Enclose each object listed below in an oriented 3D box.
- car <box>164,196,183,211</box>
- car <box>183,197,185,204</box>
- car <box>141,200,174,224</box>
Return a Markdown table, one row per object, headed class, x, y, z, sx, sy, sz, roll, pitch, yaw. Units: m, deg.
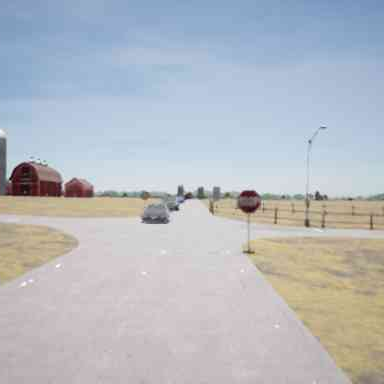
| class | x | y | z | sx | sy | sz | roll | pitch | yaw |
| --- | --- | --- | --- | --- | --- | --- | --- | --- | --- |
| car | -2.582 | 1.337 | 40.026 | 2.097 | 1.767 | 4.553 | 0 | -1 | 0 |
| car | -2.469 | 1.521 | 66.395 | 1.882 | 1.535 | 5.008 | 0 | 1 | 0 |
| car | -2.627 | 1.597 | 24.949 | 1.837 | 1.490 | 4.892 | 2 | -1 | 0 |
